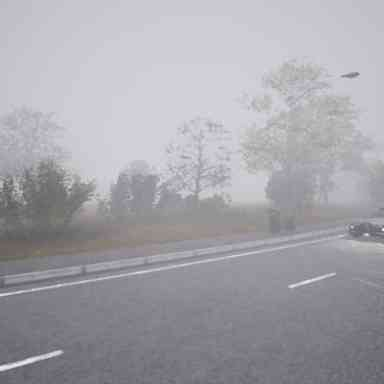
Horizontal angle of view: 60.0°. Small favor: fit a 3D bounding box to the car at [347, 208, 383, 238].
[{"bbox_3d":[9.828,1.541,16.859,5.357,1.411,2.033,0,0,-43],"label":"car"}]
